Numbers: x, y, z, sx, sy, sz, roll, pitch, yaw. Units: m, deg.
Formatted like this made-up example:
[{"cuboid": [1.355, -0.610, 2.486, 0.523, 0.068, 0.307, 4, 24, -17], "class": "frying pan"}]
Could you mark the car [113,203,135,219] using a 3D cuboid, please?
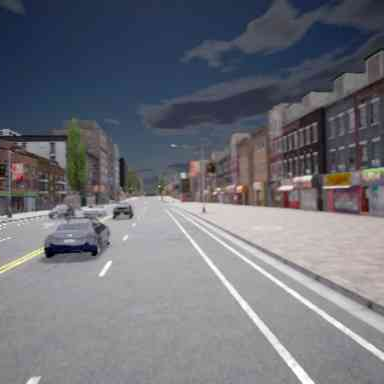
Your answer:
[{"cuboid": [-6.901, 1.841, 33.818, 1.837, 1.490, 4.892, -1, -1, -7], "class": "car"}]

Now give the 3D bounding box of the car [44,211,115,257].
[{"cuboid": [-4.614, 1.731, 13.872, 1.994, 1.385, 4.181, -1, 0, -7], "class": "car"}]

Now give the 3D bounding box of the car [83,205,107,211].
[{"cuboid": [-10.668, 2.073, 36.686, 1.895, 1.301, 4.718, -1, -1, -6], "class": "car"}]

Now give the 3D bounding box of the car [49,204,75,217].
[{"cuboid": [-13.821, 2.069, 35.640, 1.812, 1.442, 4.674, -1, -1, -6], "class": "car"}]
